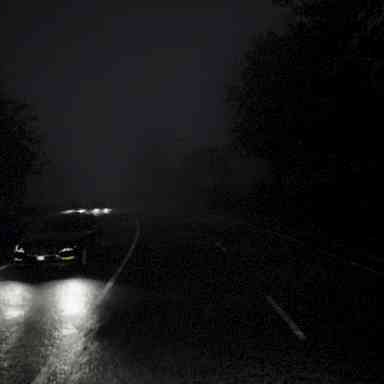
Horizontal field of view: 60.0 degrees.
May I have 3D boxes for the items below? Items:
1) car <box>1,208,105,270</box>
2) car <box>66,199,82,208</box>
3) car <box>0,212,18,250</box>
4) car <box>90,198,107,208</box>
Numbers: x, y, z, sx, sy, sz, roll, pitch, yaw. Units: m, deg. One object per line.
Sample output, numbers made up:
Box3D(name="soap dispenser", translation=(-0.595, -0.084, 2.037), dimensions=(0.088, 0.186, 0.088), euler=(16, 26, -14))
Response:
Box3D(name="car", translation=(-4.162, 1.491, 11.129), dimensions=(1.837, 1.490, 4.892), euler=(0, 0, -5))
Box3D(name="car", translation=(-17.596, 1.740, 49.655), dimensions=(1.895, 1.301, 4.718), euler=(-2, 0, -25))
Box3D(name="car", translation=(-7.808, 1.498, 12.560), dimensions=(1.882, 1.535, 5.008), euler=(-1, 0, -6))
Box3D(name="car", translation=(-14.421, 1.636, 51.125), dimensions=(1.895, 1.301, 4.718), euler=(-2, 0, -25))
